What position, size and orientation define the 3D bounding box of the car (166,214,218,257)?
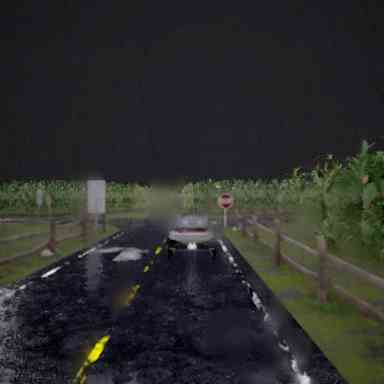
[{"bbox_3d":[0.025,1.634,13.497,2.128,1.511,4.902,0,0,0],"label":"car"}]
